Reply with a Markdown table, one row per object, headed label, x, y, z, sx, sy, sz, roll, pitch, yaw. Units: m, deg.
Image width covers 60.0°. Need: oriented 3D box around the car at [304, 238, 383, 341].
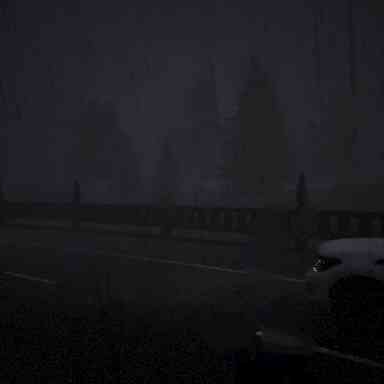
| label | x | y | z | sx | sy | sz | roll | pitch | yaw |
| --- | --- | --- | --- | --- | --- | --- | --- | --- | --- |
| car | 4.605 | 1.217 | 4.830 | 5.566 | 2.045 | 2.150 | 0 | 0 | 36 |
